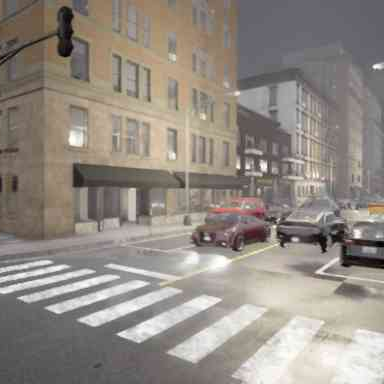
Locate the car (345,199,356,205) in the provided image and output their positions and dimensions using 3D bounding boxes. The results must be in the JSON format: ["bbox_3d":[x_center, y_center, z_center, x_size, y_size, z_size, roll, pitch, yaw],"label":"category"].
[{"bbox_3d":[19.273,1.541,42.820,2.008,1.369,4.403,0,0,36],"label":"car"}]

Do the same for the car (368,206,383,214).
[{"bbox_3d":[9.252,1.571,15.154,2.008,1.369,4.403,0,0,36],"label":"car"}]

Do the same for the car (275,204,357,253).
[{"bbox_3d":[5.162,1.502,13.942,2.128,1.511,4.902,0,0,36],"label":"car"}]

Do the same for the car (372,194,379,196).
[{"bbox_3d":[32.501,1.559,61.203,1.947,1.339,4.313,0,0,36],"label":"car"}]

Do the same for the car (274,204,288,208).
[{"bbox_3d":[6.045,1.556,24.437,1.947,1.339,4.313,0,0,36],"label":"car"}]

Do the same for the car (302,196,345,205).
[{"bbox_3d":[9.776,1.350,25.269,2.097,1.767,4.553,0,0,36],"label":"car"}]

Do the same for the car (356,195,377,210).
[{"bbox_3d":[21.880,1.521,41.931,1.837,1.490,4.892,0,0,36],"label":"car"}]

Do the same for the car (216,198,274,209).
[{"bbox_3d":[2.739,1.305,19.841,2.192,1.841,5.009,0,0,36],"label":"car"}]

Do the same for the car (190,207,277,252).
[{"bbox_3d":[1.731,1.563,14.093,1.994,1.385,4.181,0,0,36],"label":"car"}]

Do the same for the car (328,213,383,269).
[{"bbox_3d":[5.945,1.586,10.558,1.947,1.339,4.313,0,0,36],"label":"car"}]

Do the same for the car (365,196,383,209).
[{"bbox_3d":[18.616,1.488,32.514,1.882,1.535,5.008,0,0,36],"label":"car"}]

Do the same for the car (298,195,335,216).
[{"bbox_3d":[12.660,1.305,33.628,2.192,1.841,5.009,0,0,36],"label":"car"}]

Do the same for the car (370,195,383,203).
[{"bbox_3d":[39.115,1.434,70.395,1.967,1.590,4.097,0,0,36],"label":"car"}]
